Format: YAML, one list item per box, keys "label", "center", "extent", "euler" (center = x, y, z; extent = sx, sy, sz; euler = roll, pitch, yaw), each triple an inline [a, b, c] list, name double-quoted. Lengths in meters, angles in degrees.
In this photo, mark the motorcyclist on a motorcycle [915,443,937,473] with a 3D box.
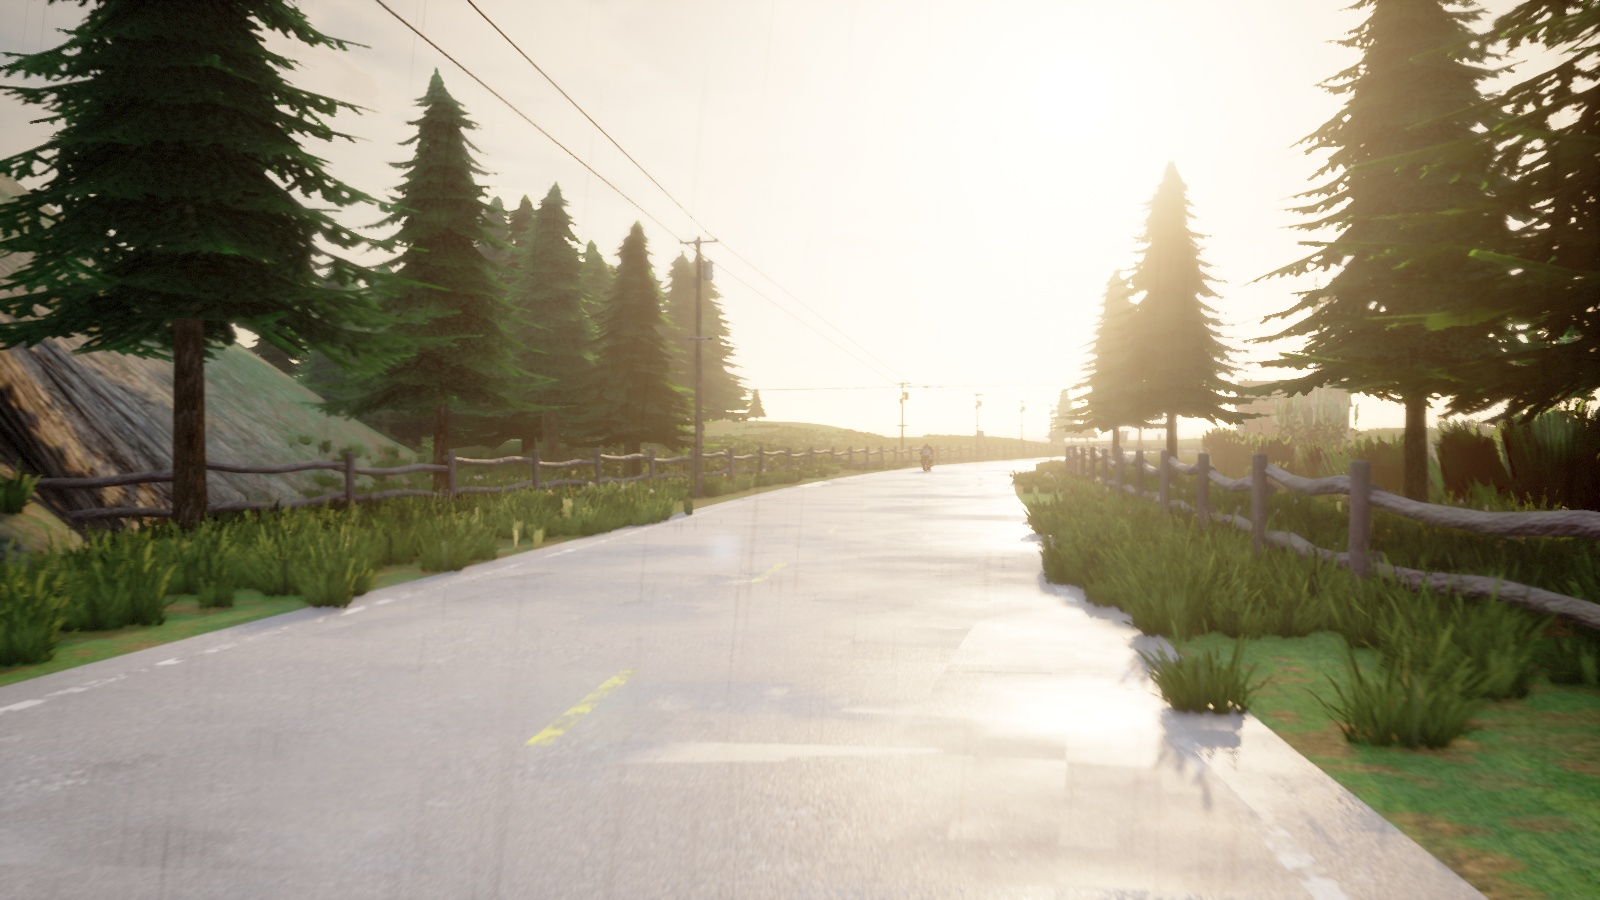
- label: "motorcyclist on a motorcycle"
  center: [6.558, 0.420, 65.240]
  extent: [0.866, 1.530, 2.191]
  euler: [0, 0, 14]
